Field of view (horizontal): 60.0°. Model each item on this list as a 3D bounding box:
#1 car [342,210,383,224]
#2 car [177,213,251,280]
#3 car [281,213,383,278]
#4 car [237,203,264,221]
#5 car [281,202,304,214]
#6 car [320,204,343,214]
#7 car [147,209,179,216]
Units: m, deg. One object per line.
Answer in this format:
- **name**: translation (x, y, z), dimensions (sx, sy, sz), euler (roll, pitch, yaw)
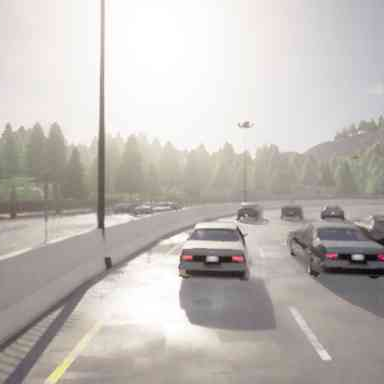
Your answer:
- **car**: translation (8.642, 1.714, 15.256), dimensions (1.994, 1.385, 4.181), euler (0, 0, 10)
- **car**: translation (0.756, 1.617, 10.207), dimensions (2.033, 1.411, 5.357), euler (0, 0, 7)
- **car**: translation (4.304, 1.641, 10.524), dimensions (2.033, 1.411, 5.357), euler (0, 0, 7)
- **car**: translation (5.317, 1.727, 30.196), dimensions (1.837, 1.490, 4.892), euler (0, 0, 18)
- **car**: translation (9.630, 1.738, 31.856), dimensions (1.882, 1.535, 5.008), euler (0, 0, 20)
- **car**: translation (13.077, 1.841, 31.090), dimensions (1.994, 1.385, 4.181), euler (0, 0, 20)
- **car**: translation (-2.346, 1.663, 29.845), dimensions (2.128, 1.511, 4.902), euler (0, 0, 18)
